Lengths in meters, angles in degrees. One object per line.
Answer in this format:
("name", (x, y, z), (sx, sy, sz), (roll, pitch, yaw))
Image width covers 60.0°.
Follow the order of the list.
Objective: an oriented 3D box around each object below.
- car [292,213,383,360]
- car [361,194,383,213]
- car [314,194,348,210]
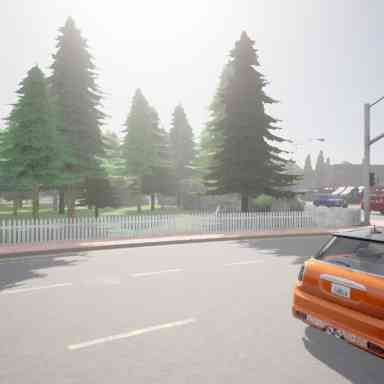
("car", (3.926, 1.352, 5.437), (4.553, 1.767, 2.097), (0, 0, -26))
("car", (19.339, 1.277, 33.199), (2.150, 2.045, 5.566), (0, 0, -8))
("car", (17.968, 1.277, 43.464), (2.150, 2.045, 5.566), (0, 0, -8))
